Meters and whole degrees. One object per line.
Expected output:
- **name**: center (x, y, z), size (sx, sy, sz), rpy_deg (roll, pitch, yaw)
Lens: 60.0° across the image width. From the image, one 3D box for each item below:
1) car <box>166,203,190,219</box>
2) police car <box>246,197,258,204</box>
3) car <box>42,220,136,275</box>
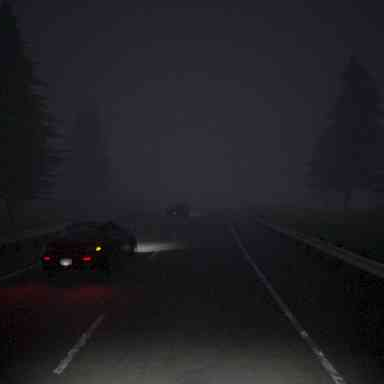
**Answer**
- **car**: center (-1.306, 1.820, 33.044), size (2.128, 1.511, 4.902), rpy_deg (0, -1, 7)
- **police car**: center (15.604, 2.322, 88.211), size (1.930, 1.638, 5.238), rpy_deg (0, -1, 19)
- **car**: center (-3.108, 1.630, 10.753), size (1.812, 1.442, 4.674), rpy_deg (0, -1, 2)
